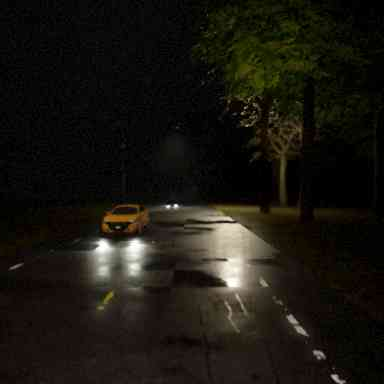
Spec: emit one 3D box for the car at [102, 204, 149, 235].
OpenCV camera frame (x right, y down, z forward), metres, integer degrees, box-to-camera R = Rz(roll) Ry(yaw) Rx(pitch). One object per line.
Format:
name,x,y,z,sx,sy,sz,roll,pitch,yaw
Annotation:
car,-3.600,1.442,18.690,1.882,1.535,5.008,0,0,0

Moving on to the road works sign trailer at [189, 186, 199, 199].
road works sign trailer,0.567,0.229,93.847,2.380,3.560,2.880,13,-12,0

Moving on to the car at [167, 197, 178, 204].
car,-3.536,1.539,60.643,1.895,1.301,4.718,0,0,1
